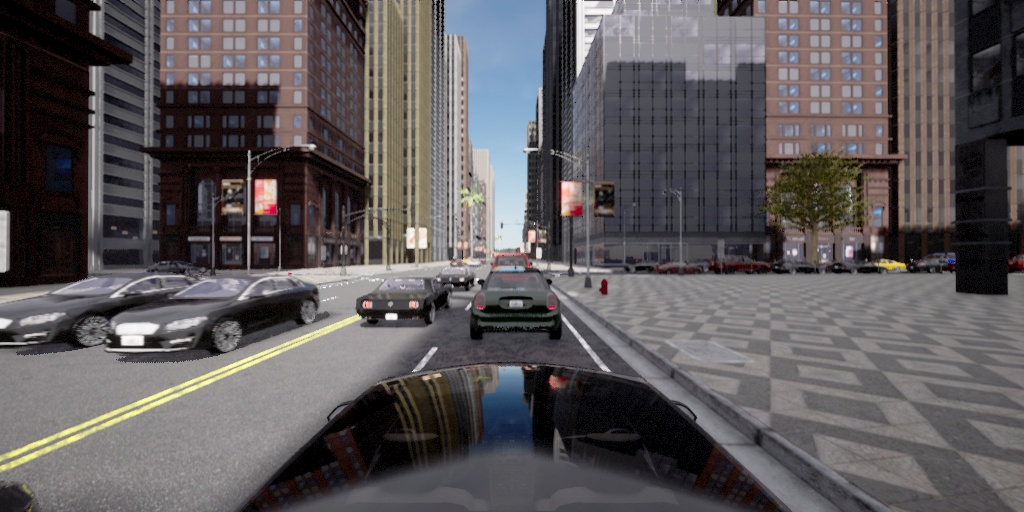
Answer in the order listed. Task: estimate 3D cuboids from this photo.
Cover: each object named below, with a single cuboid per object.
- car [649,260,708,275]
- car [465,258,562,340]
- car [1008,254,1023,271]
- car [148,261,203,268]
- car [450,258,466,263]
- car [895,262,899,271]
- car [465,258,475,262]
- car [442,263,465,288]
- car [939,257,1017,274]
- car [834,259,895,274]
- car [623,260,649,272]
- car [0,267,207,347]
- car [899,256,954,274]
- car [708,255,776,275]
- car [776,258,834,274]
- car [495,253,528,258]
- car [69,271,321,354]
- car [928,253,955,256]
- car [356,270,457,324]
[{"bbox_3d":[15.258,1.127,33.002,4.207,1.307,1.802,0,0,-1],"label":"car"},{"bbox_3d":[0.082,1.055,9.980,2.097,1.767,4.553,0,0,0],"label":"car"},{"bbox_3d":[49.084,0.770,33.590,5.009,1.841,2.192,0,0,-1],"label":"car"},{"bbox_3d":[-32.539,1.249,34.949,4.902,1.511,2.128,0,0,0],"label":"car"},{"bbox_3d":[-9.912,1.180,64.130,1.812,1.442,4.674,0,0,0],"label":"car"},{"bbox_3d":[43.134,1.038,42.013,4.829,1.417,1.751,0,0,-1],"label":"car"},{"bbox_3d":[-6.666,1.255,63.936,1.895,1.301,4.718,0,0,0],"label":"car"},{"bbox_3d":[-3.187,1.265,20.798,1.895,1.301,4.718,0,0,0],"label":"car"},{"bbox_3d":[43.446,1.011,33.492,4.507,1.381,1.888,0,0,-1],"label":"car"},{"bbox_3d":[32.170,1.058,33.296,4.313,1.339,1.948,0,0,-1],"label":"car"},{"bbox_3d":[15.112,1.157,41.526,4.313,1.339,1.948,0,0,-1],"label":"car"},{"bbox_3d":[-9.858,1.199,9.157,2.128,1.511,4.902,0,0,0],"label":"car"},{"bbox_3d":[42.526,1.008,36.103,4.674,1.442,1.812,0,0,-1],"label":"car"},{"bbox_3d":[20.896,0.840,33.100,5.009,1.841,2.192,0,0,-1],"label":"car"},{"bbox_3d":[26.533,1.074,33.198,4.313,1.339,1.948,0,0,-1],"label":"car"},{"bbox_3d":[-0.034,0.889,19.500,2.150,2.045,5.566,0,0,0],"label":"car"},{"bbox_3d":[-6.609,1.201,8.693,2.128,1.511,4.902,0,0,0],"label":"car"},{"bbox_3d":[47.076,0.702,39.232,5.566,2.045,2.150,0,0,-1],"label":"car"},{"bbox_3d":[-3.166,1.297,11.630,1.895,1.301,4.718,0,0,0],"label":"car"}]
